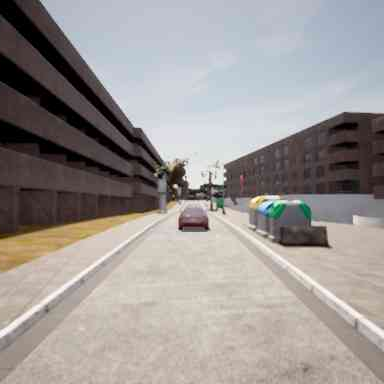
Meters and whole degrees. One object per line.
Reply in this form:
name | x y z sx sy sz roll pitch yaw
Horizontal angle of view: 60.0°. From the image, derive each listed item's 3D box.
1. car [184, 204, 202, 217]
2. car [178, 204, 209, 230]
car | 0.097 2.172 40.174 2.033 1.411 5.357 0 -2 0
car | 0.098 1.711 22.397 1.994 1.385 4.181 0 -1 0
